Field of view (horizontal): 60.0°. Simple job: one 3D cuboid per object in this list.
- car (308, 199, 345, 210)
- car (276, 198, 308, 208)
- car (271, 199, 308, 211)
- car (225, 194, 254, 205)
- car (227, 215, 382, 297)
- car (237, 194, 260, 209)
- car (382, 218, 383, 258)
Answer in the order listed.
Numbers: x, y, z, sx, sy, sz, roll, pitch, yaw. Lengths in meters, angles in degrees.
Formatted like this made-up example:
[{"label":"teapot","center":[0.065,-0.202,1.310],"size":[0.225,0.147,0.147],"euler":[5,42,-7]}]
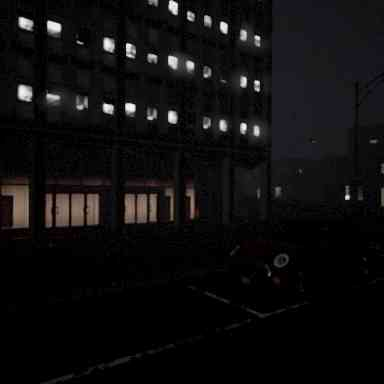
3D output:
[{"label":"car","center":[17.434,1.547,43.399],"size":[1.752,1.417,4.829],"euler":[1,0,-35]},{"label":"car","center":[14.372,1.581,47.807],"size":[1.802,1.307,4.206],"euler":[1,0,-35]},{"label":"car","center":[10.646,1.506,38.481],"size":[2.008,1.369,4.403],"euler":[1,0,-35]},{"label":"car","center":[8.059,1.268,56.904],"size":[2.192,1.841,5.009],"euler":[1,0,-35]},{"label":"car","center":[2.826,1.459,8.593],"size":[4.097,1.590,1.967],"euler":[0,0,-36]},{"label":"car","center":[7.491,1.246,43.030],"size":[2.192,1.841,5.009],"euler":[1,0,-35]},{"label":"car","center":[7.450,1.585,11.911],"size":[4.403,1.369,2.008],"euler":[0,0,-36]}]
